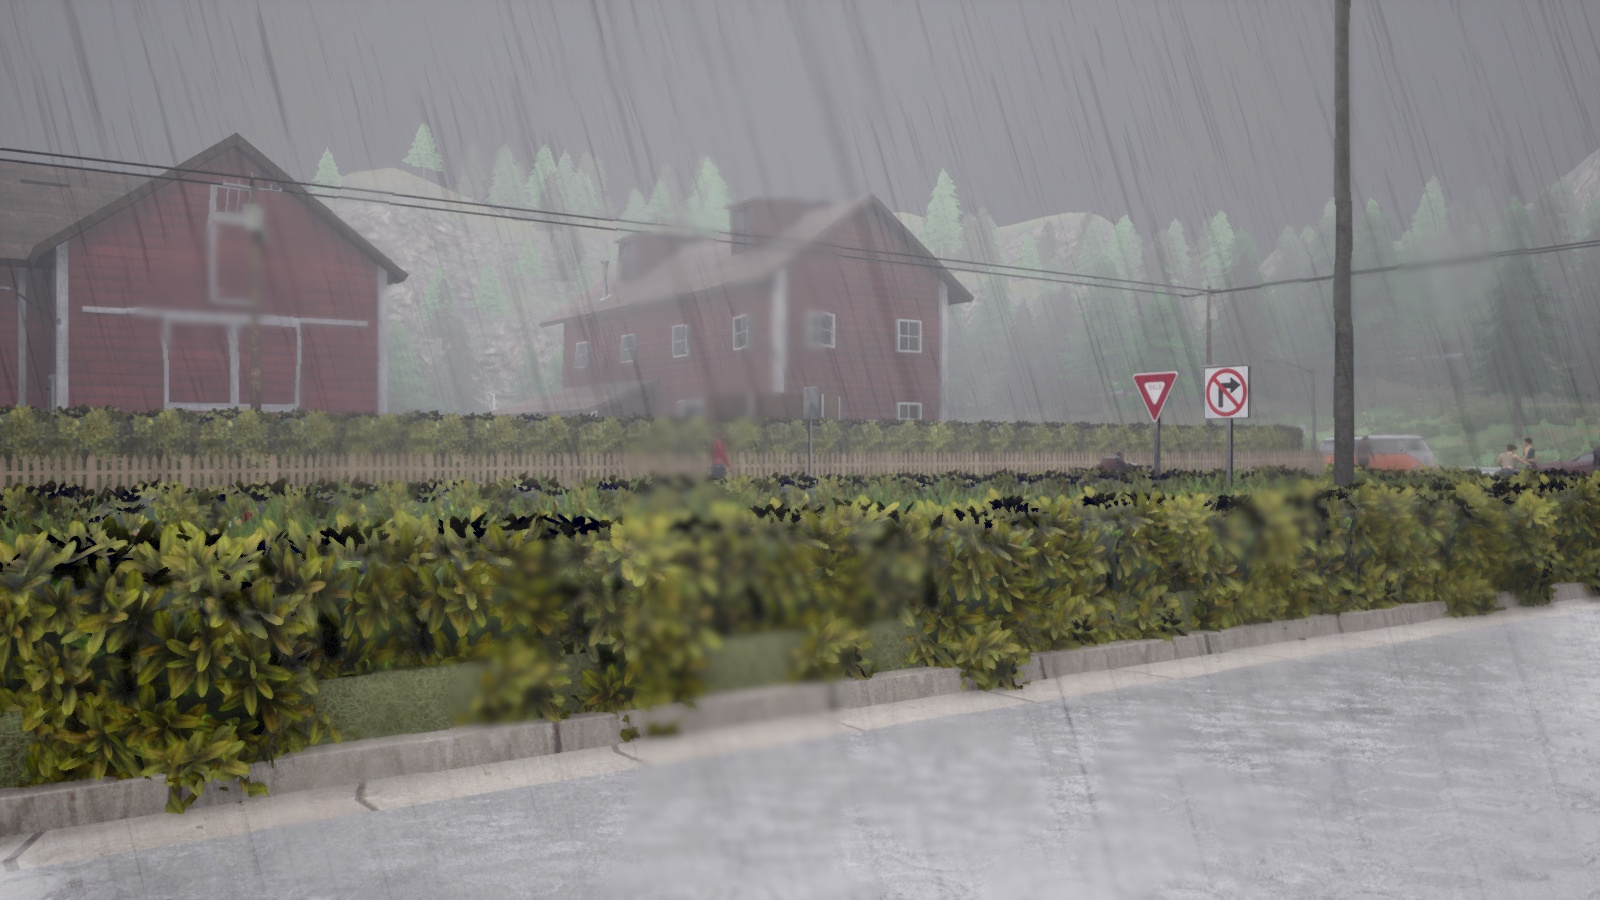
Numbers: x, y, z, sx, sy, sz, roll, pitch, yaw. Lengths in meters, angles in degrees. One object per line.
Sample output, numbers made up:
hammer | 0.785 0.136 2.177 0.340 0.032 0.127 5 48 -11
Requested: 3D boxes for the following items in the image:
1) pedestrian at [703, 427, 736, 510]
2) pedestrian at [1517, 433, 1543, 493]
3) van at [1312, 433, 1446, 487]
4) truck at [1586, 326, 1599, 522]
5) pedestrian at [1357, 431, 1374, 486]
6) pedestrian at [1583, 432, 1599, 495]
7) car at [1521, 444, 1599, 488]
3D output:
pedestrian | -1.819 0.409 28.383 0.636 1.846 0.331 0 0 -35
pedestrian | 22.634 0.402 38.950 0.345 1.836 0.594 0 0 -27
van | 22.085 0.373 48.077 1.775 1.987 4.442 0 0 -28
truck | 17.401 -0.517 20.760 2.891 3.827 8.468 0 0 -6
pedestrian | 19.096 0.292 42.411 0.331 1.846 0.634 0 0 44
pedestrian | 24.162 0.394 37.802 0.563 1.883 0.849 0 0 -39
car | 28.838 0.560 44.887 1.882 1.535 5.008 0 0 -35
